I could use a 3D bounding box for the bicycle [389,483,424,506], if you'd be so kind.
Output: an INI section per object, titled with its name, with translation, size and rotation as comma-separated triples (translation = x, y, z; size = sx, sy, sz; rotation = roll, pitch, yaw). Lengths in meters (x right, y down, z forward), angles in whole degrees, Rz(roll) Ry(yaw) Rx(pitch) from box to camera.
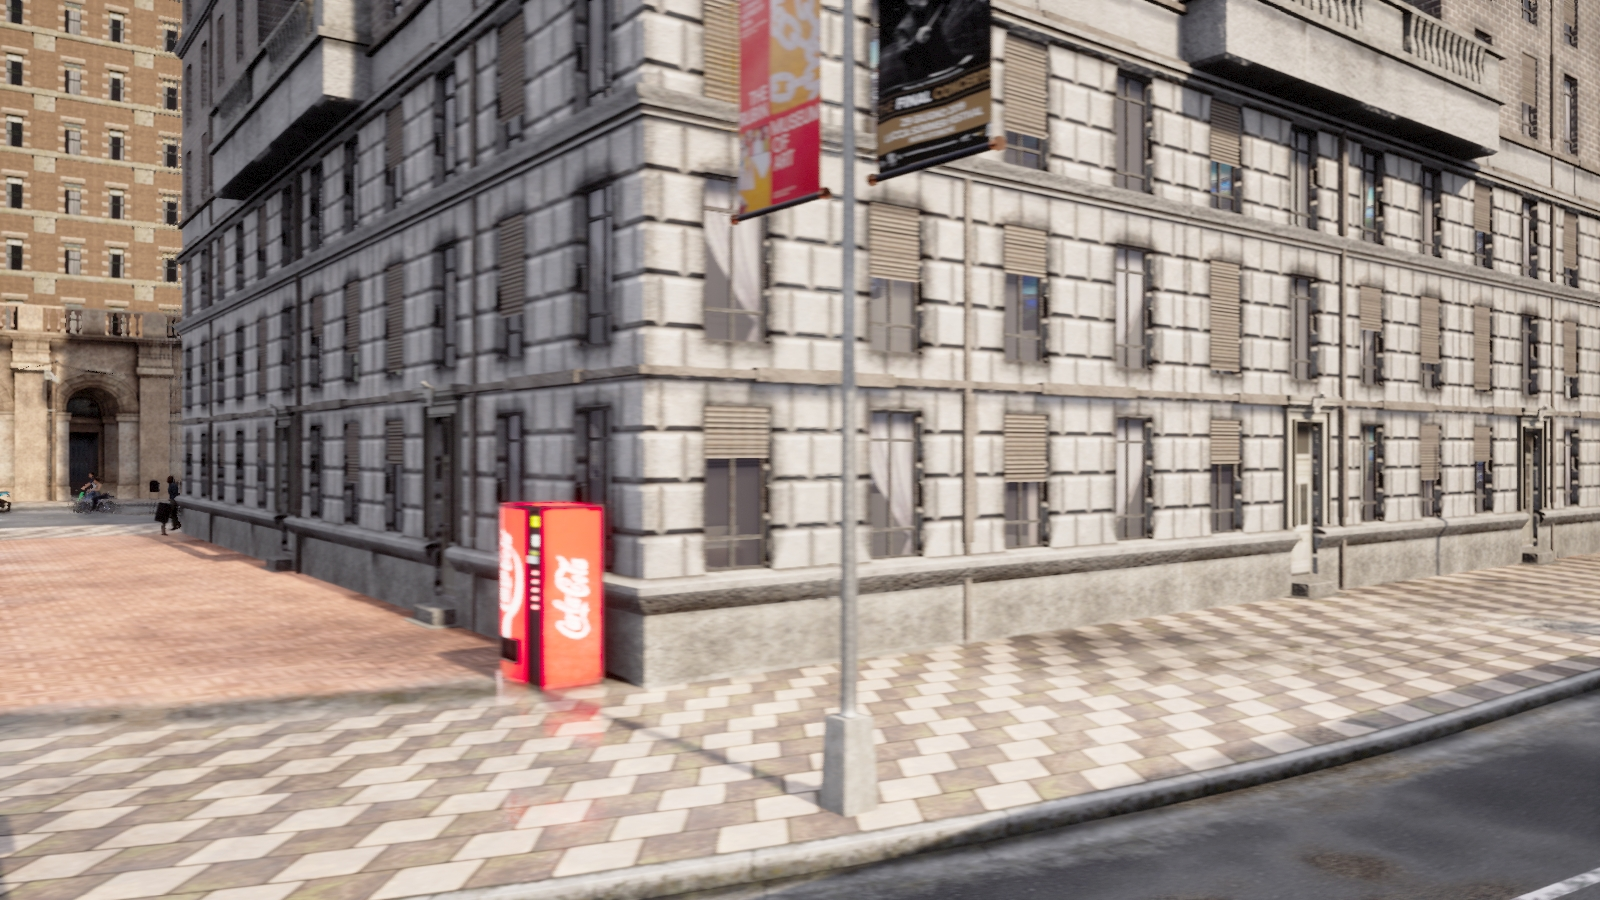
[bicycle]
translation = -20.090, 2.284, 58.316
size = 1.487, 1.080, 0.859
rotation = -1, 1, -37

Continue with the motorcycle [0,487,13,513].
[motorcycle]
translation = -36.123, 2.239, 50.591
size = 2.033, 1.145, 0.803
rotation = 0, 0, -37

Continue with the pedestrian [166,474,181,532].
[pedestrian]
translation = -20.456, 1.714, 37.309
size = 0.375, 1.860, 0.375
rotation = 0, 0, -41
